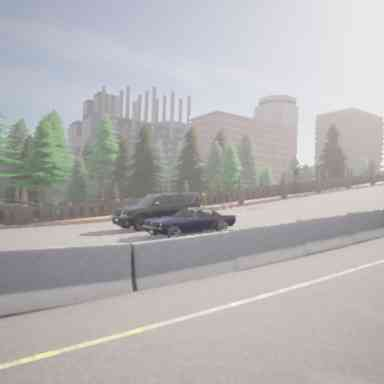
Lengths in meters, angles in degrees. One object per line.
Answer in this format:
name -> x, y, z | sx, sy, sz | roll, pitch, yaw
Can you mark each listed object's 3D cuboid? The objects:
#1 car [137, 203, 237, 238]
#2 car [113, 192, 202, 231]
car -> -0.074, 1.474, 16.788 | 4.718, 1.301, 1.895 | -2, 1, -35
car -> -1.870, 1.086, 19.801 | 5.566, 2.045, 2.150 | -2, 1, -35
